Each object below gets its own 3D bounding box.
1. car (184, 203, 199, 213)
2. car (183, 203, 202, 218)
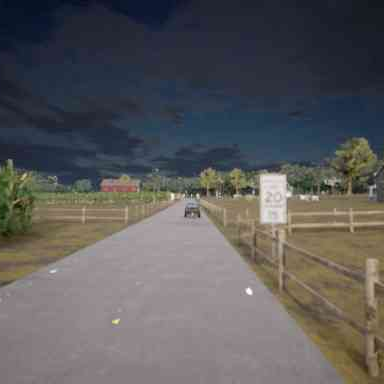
[{"bbox_3d":[-0.067,2.322,48.885,1.994,1.385,4.181,0,-1,0],"label":"car"},{"bbox_3d":[0.040,2.113,38.110,1.837,1.490,4.892,0,-1,0],"label":"car"}]
